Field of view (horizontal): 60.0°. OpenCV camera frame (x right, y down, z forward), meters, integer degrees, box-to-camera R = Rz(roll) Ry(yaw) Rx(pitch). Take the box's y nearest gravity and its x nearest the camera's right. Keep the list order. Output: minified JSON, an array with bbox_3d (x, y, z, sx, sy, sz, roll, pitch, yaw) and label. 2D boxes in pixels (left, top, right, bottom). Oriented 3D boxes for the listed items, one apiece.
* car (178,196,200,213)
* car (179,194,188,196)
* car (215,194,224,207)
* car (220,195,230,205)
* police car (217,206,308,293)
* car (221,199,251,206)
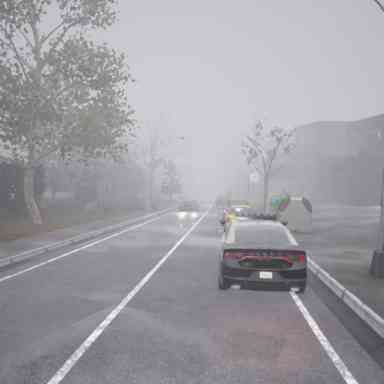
[{"bbox_3d":[-0.229,1.404,35.393,1.994,1.385,4.181,1,0,6],"label":"car"},{"bbox_3d":[-2.144,1.190,84.475,1.882,1.535,5.008,-1,0,-12],"label":"car"},{"bbox_3d":[4.481,1.165,48.083,2.097,1.767,4.553,0,0,3],"label":"car"},{"bbox_3d":[3.385,1.278,24.929,2.097,1.767,4.553,1,0,6],"label":"car"},{"bbox_3d":[1.720,1.414,9.083,1.930,1.638,5.238,1,0,6],"label":"police car"},{"bbox_3d":[2.778,1.405,19.154,1.801,1.575,5.366,1,0,6],"label":"car"}]
